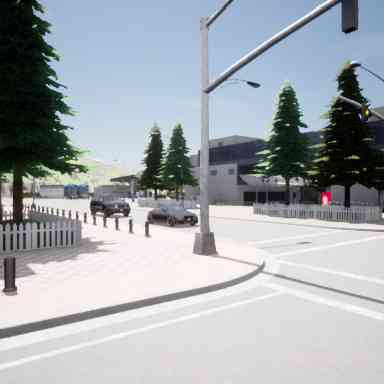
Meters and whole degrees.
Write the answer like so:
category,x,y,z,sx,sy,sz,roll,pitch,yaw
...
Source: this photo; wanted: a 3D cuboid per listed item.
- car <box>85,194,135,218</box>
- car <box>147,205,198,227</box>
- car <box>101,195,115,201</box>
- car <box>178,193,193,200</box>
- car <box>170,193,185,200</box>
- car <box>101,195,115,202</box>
category,x,y,z,sx,sy,sz,roll,pitch,yaw
car,-7.837,1.237,31.401,2.150,2.045,5.566,0,0,-37
car,-1.401,1.579,22.884,1.994,1.385,4.181,0,0,-37
car,-20.912,1.400,82.792,1.970,1.475,3.806,0,0,-37
car,-1.789,1.092,88.079,1.905,1.878,3.866,0,0,-37
car,-3.877,1.113,86.017,1.932,1.855,4.605,0,0,-37
car,-18.884,1.389,75.056,1.845,1.501,3.633,0,0,-37
